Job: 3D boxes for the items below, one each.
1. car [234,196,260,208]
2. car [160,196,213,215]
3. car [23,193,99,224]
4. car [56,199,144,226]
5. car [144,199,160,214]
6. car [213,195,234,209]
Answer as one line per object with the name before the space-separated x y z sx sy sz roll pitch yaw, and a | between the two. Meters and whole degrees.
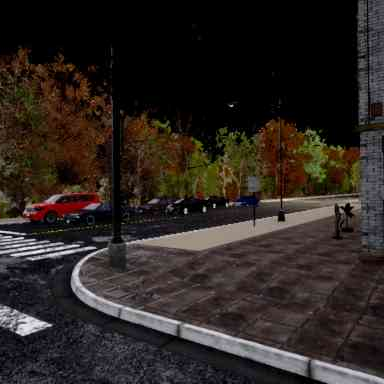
car | 6.615 1.160 40.005 1.812 1.442 4.674 -1 0 37
car | -0.389 1.261 30.490 1.837 1.490 4.892 -1 0 36
car | -9.146 1.127 24.066 2.150 2.045 5.566 -1 0 36
car | -6.104 1.402 22.711 2.033 1.411 5.357 -1 0 36
car | -3.069 1.348 32.323 2.033 1.411 5.357 -1 0 37
car | 2.746 1.205 40.226 1.837 1.490 4.892 -1 0 37
